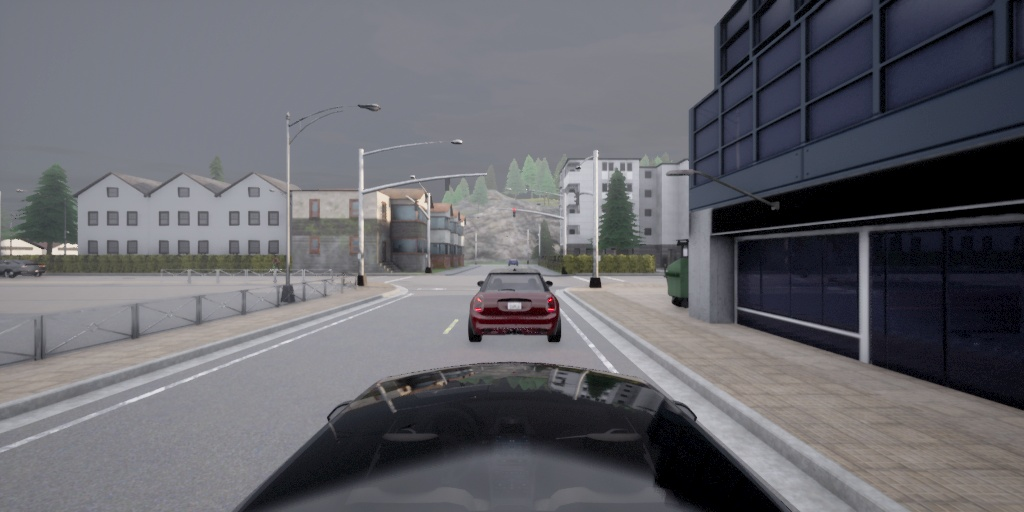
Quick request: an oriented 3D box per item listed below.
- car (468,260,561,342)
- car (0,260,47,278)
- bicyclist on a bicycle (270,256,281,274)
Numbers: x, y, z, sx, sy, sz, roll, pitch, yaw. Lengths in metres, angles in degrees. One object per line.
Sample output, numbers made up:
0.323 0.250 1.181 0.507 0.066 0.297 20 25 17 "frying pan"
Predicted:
0.082 1.100 9.889 2.097 1.767 4.553 0 0 1 "car"
-42.111 1.057 29.968 4.902 1.511 2.128 0 0 0 "car"
-22.221 0.865 33.725 0.582 1.620 1.656 0 0 0 "bicyclist on a bicycle"
